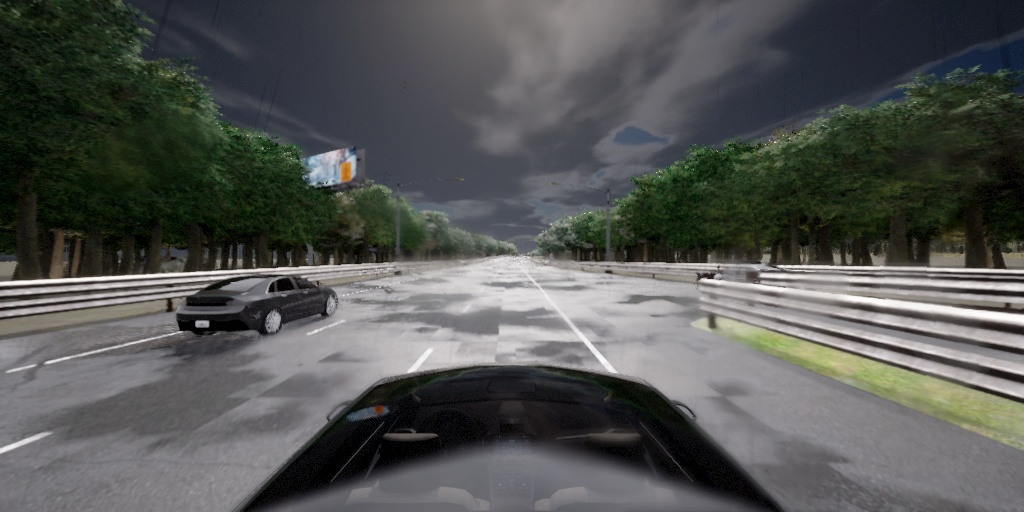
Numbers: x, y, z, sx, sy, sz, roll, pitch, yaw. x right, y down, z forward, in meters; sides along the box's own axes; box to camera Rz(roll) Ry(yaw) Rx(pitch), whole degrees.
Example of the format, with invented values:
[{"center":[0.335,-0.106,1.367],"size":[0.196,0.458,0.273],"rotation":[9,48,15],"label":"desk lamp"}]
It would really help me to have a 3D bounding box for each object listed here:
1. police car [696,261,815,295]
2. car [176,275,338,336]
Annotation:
[{"center":[10.491,1.044,16.119],"size":[1.930,1.638,5.238],"rotation":[0,-1,-12],"label":"police car"},{"center":[-6.900,1.276,10.408],"size":[1.837,1.490,4.892],"rotation":[0,0,0],"label":"car"}]
